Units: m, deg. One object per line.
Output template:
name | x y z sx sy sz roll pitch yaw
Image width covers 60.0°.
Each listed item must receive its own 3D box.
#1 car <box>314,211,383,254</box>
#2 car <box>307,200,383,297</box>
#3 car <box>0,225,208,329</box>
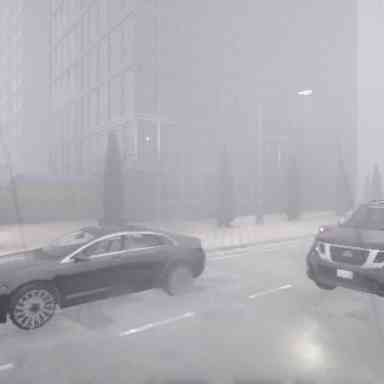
car | 7.409 1.601 14.294 4.718 1.301 1.895 0 0 -38
car | 5.113 1.222 8.066 5.566 2.045 2.150 0 0 -38
car | -1.918 1.491 7.028 4.902 1.511 2.128 0 0 -37
